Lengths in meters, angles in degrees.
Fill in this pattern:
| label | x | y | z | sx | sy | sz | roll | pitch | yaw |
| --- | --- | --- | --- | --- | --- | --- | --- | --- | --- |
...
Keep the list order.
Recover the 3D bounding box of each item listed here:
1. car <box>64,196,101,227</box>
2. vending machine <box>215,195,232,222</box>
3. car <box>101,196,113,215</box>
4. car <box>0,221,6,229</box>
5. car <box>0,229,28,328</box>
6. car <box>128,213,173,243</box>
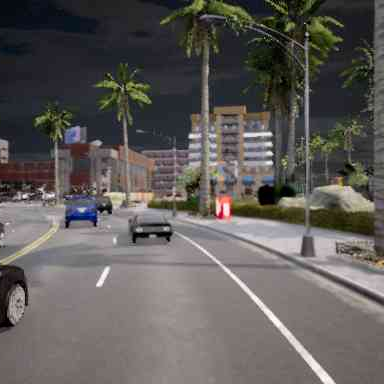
| label | x | y | z | sx | sy | sz | roll | pitch | yaw |
| --- | --- | --- | --- | --- | --- | --- | --- | --- | --- |
| car | -8.323 | 1.399 | 24.897 | 2.150 | 2.045 | 5.566 | 0 | 0 | -20 |
| vending machine | 2.564 | 1.333 | 27.069 | 1.100 | 2.100 | 0.880 | 0 | 0 | -20 |
| car | -10.730 | 1.480 | 37.629 | 2.150 | 2.045 | 5.566 | 0 | -1 | -31 |
| car | -8.629 | 1.616 | 12.606 | 1.837 | 1.490 | 4.892 | 0 | 0 | -12 |
| car | -3.784 | 1.533 | 4.143 | 2.128 | 1.511 | 4.902 | 0 | 0 | -4 |
| car | -2.248 | 1.706 | 16.981 | 1.895 | 1.301 | 4.718 | 0 | 0 | -13 |
